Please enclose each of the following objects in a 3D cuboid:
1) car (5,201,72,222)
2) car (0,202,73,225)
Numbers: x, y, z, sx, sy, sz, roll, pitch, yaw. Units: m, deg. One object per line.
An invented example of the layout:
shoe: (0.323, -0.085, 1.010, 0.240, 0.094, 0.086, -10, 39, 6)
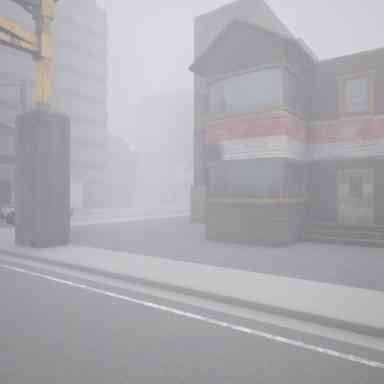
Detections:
car: (-10.679, 1.295, 23.547, 1.853, 1.218, 4.536, 0, 0, 15)
car: (-10.693, 1.453, 23.497, 2.038, 1.542, 4.974, 0, 0, 15)
